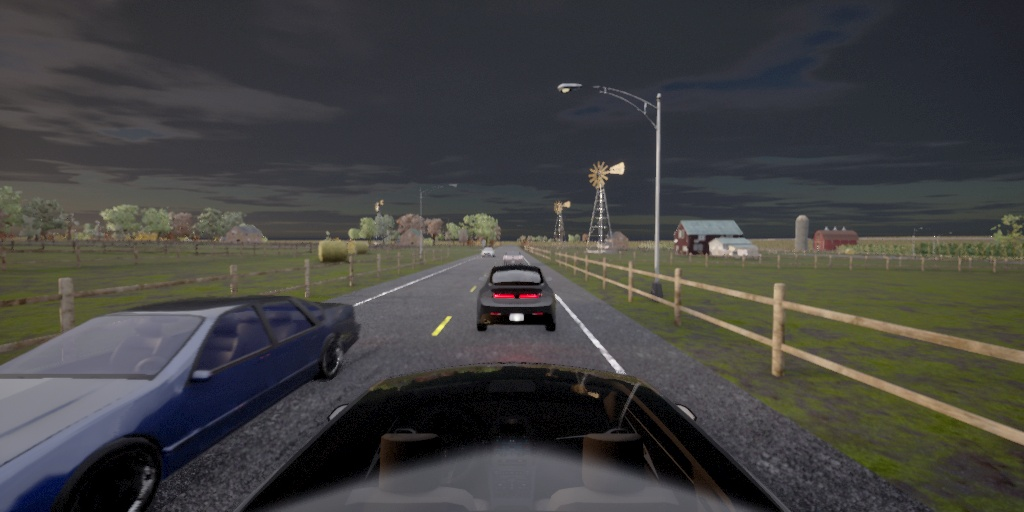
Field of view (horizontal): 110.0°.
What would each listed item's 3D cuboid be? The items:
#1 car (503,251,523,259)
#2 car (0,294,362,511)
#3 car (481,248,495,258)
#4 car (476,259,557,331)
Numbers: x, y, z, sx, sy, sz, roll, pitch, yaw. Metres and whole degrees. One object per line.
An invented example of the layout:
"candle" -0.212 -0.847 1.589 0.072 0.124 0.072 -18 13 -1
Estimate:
"car" 0.093 0.164 36.187 1.895 1.301 4.718 0 2 0
"car" -3.600 1.215 4.095 2.033 1.411 5.357 0 2 0
"car" -3.528 -0.510 53.654 1.812 1.442 4.674 0 2 0
"car" 0.099 0.972 9.844 1.837 1.490 4.892 0 1 0
